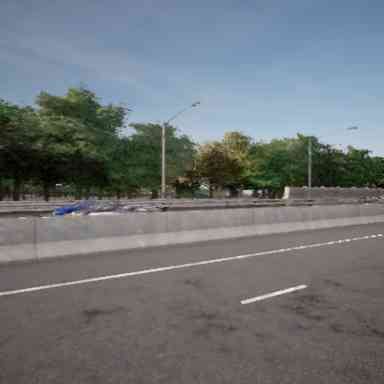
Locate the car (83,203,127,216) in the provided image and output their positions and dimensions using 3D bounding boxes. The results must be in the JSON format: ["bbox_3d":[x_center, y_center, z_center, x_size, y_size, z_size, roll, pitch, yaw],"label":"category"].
[{"bbox_3d":[-4.452,1.600,22.208,4.718,1.301,1.895,0,0,-35],"label":"car"}]

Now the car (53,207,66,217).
[{"bbox_3d":[-8.838,1.476,27.669,5.008,1.535,1.882,0,0,-35],"label":"car"}]

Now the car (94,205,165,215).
[{"bbox_3d":[-2.825,1.601,19.076,4.718,1.301,1.895,0,0,-35],"label":"car"}]

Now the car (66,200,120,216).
[{"bbox_3d":[-6.496,1.492,25.051,4.902,1.511,2.128,0,0,-35],"label":"car"}]
